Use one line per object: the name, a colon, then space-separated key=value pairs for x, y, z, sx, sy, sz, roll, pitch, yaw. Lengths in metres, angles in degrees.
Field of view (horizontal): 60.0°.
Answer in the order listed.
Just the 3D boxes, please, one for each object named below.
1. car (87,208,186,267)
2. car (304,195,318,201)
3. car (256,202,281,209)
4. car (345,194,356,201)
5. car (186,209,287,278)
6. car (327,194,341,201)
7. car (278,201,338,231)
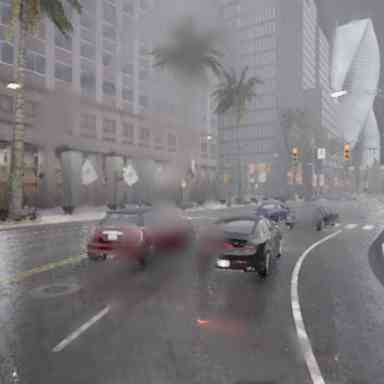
car: x=-1.519 y=1.334 z=11.684 sx=2.097 sy=1.767 sz=4.553 roll=0 pitch=0 yaw=22
car: x=26.164 y=1.393 z=73.040 sx=2.161 sy=1.482 sz=4.786 roll=0 pitch=0 yaw=33
car: x=6.060 y=1.485 z=24.719 sx=1.812 sy=1.442 sz=4.674 roll=0 pitch=0 yaw=34
car: x=36.239 y=1.372 z=76.040 sx=1.837 sy=1.490 sz=4.892 roll=0 pitch=0 yaw=34
car: x=1.662 y=1.488 z=10.327 sx=1.837 sy=1.490 sz=4.892 roll=0 pitch=0 yaw=22
car: x=33.327 y=1.225 z=77.982 sx=2.097 sy=1.767 sz=4.553 roll=0 pitch=0 yaw=34
car: x=7.425 y=1.514 z=20.376 sx=2.033 sy=1.411 sz=5.357 roll=0 pitch=0 yaw=36
